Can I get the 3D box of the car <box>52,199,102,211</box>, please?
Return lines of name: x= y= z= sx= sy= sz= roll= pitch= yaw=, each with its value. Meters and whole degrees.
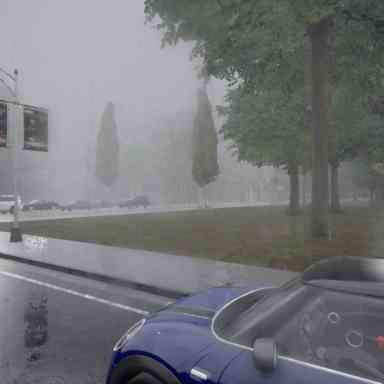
car: x=-15.121 y=1.778 z=44.079 sx=2.033 sy=1.411 sz=5.357 roll=0 pitch=0 yaw=35

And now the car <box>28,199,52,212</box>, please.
car: x=-19.778 y=1.695 z=43.090 sx=1.882 sy=1.535 sz=5.008 roll=0 pitch=0 yaw=35

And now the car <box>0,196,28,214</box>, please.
car: x=-21.085 y=1.399 z=35.563 sx=2.150 sy=2.045 sz=5.566 roll=0 pitch=0 yaw=34

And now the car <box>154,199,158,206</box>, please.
car: x=-8.150 y=1.836 z=59.652 sx=2.128 sy=1.511 sz=4.902 roll=0 pitch=0 yaw=36

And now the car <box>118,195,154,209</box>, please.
car: x=-9.132 y=1.514 z=52.631 sx=2.150 sy=2.045 sz=5.566 roll=0 pitch=0 yaw=36

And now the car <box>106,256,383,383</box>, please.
car: x=1.394 y=1.352 z=2.694 sx=4.553 sy=1.767 sz=2.097 roll=0 pitch=0 yaw=36

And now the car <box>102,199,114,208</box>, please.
car: x=-14.096 y=1.837 z=51.209 sx=1.994 sy=1.385 sz=4.181 roll=0 pitch=0 yaw=35
